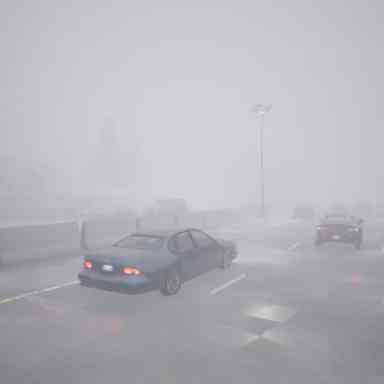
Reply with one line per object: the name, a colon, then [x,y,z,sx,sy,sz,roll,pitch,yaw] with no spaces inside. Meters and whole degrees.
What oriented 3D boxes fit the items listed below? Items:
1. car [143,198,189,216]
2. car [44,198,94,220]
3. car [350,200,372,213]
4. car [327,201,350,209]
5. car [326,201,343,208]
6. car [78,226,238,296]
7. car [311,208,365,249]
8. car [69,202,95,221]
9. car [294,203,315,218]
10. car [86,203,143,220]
car: [-2.190,1.586,29.187,2.150,2.045,5.566,0,-1,25]
car: [-11.925,1.640,33.138,2.150,2.045,5.566,0,-1,25]
car: [22.749,1.903,45.172,2.097,1.767,4.553,0,-1,13]
car: [17.357,2.013,39.801,1.812,1.442,4.674,0,-1,18]
car: [26.960,2.332,62.876,1.994,1.385,4.181,0,-1,9]
car: [-0.527,1.662,9.129,2.033,1.411,5.357,0,-1,30]
car: [7.022,1.719,15.768,1.812,1.442,4.674,0,-1,28]
car: [-8.945,1.920,31.292,1.812,1.442,4.674,0,-1,25]
car: [11.649,1.901,34.488,1.882,1.535,5.008,0,-1,21]
car: [-6.477,1.882,28.351,1.812,1.442,4.674,0,-1,26]
